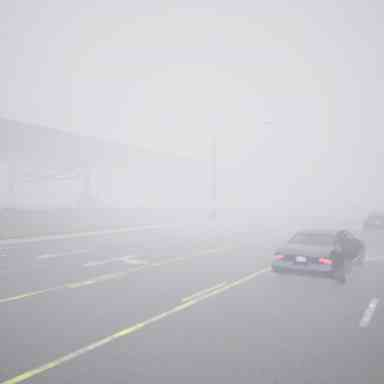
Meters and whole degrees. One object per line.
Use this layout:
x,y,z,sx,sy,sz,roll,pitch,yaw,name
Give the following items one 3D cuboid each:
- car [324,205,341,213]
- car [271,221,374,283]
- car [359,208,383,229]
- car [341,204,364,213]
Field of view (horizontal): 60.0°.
24.495,2.893,57.284,1.895,1.301,4.718,-2,-2,43,car
4.321,1.867,10.835,2.033,1.411,5.357,-2,-2,35,car
14.225,2.158,25.069,1.994,1.385,4.181,-2,-2,35,car
26.641,2.686,54.374,1.837,1.490,4.892,-3,-2,42,car
